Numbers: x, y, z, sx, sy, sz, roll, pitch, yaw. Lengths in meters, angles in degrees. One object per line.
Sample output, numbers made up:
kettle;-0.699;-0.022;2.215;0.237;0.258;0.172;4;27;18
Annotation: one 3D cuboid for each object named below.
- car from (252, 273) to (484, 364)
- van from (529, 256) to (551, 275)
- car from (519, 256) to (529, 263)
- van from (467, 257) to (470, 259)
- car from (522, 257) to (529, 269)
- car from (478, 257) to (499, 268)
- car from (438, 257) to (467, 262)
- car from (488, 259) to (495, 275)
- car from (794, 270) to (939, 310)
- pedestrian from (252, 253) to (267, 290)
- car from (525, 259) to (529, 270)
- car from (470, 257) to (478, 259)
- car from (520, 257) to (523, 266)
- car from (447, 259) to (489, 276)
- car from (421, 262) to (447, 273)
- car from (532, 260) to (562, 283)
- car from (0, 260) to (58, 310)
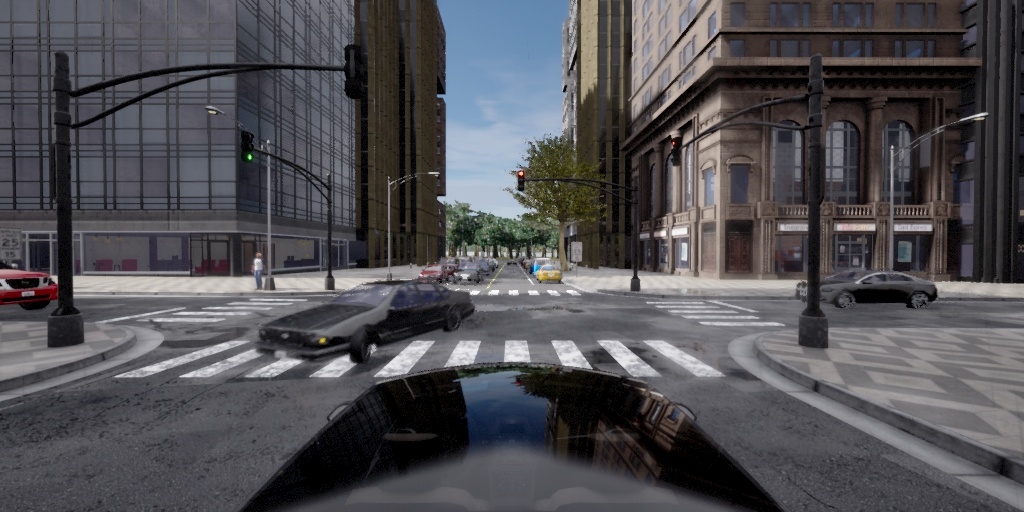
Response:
car;-2.874;1.301;8.541;2.033;1.411;5.357;0;0;24
van;2.726;1.060;32.688;1.690;1.789;3.998;0;0;0
car;2.692;1.201;61.085;2.007;1.370;4.403;0;0;0
van;-5.806;1.049;38.350;1.690;1.789;3.998;0;0;0
car;2.705;1.207;49.897;1.751;1.417;4.829;0;0;0
car;-3.140;1.182;46.434;2.128;1.511;4.902;0;0;0
car;-5.800;1.034;32.669;2.192;1.841;5.009;0;0;0
car;-3.134;1.260;36.323;2.033;1.411;5.357;0;0;0
car;14.516;1.333;14.861;4.902;1.511;2.128;0;1;0
pedestrian;-12.542;0.741;17.809;0.375;1.860;0.375;0;0;0
car;2.719;1.274;38.368;1.948;1.339;4.313;0;0;0
car;-5.813;1.011;44.030;2.192;1.841;5.009;0;0;0
car;2.699;1.212;55.406;1.888;1.381;4.507;0;0;0
car;-3.135;1.220;26.500;2.128;1.511;4.902;0;0;1
car;-5.793;1.310;26.989;1.802;1.307;4.207;0;0;0
car;2.732;1.254;27.178;1.751;1.417;4.829;0;0;0
car;-18.386;0.841;11.553;5.566;2.045;2.150;1;1;0
